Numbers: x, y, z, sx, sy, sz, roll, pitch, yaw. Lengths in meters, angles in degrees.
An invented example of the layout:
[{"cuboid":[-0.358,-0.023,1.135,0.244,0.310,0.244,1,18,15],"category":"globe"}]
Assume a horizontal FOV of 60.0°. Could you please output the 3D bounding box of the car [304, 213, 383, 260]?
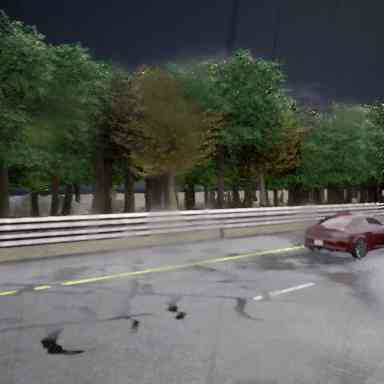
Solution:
[{"cuboid":[6.079,1.514,12.395,4.674,1.442,1.812,0,0,-36],"category":"car"}]
